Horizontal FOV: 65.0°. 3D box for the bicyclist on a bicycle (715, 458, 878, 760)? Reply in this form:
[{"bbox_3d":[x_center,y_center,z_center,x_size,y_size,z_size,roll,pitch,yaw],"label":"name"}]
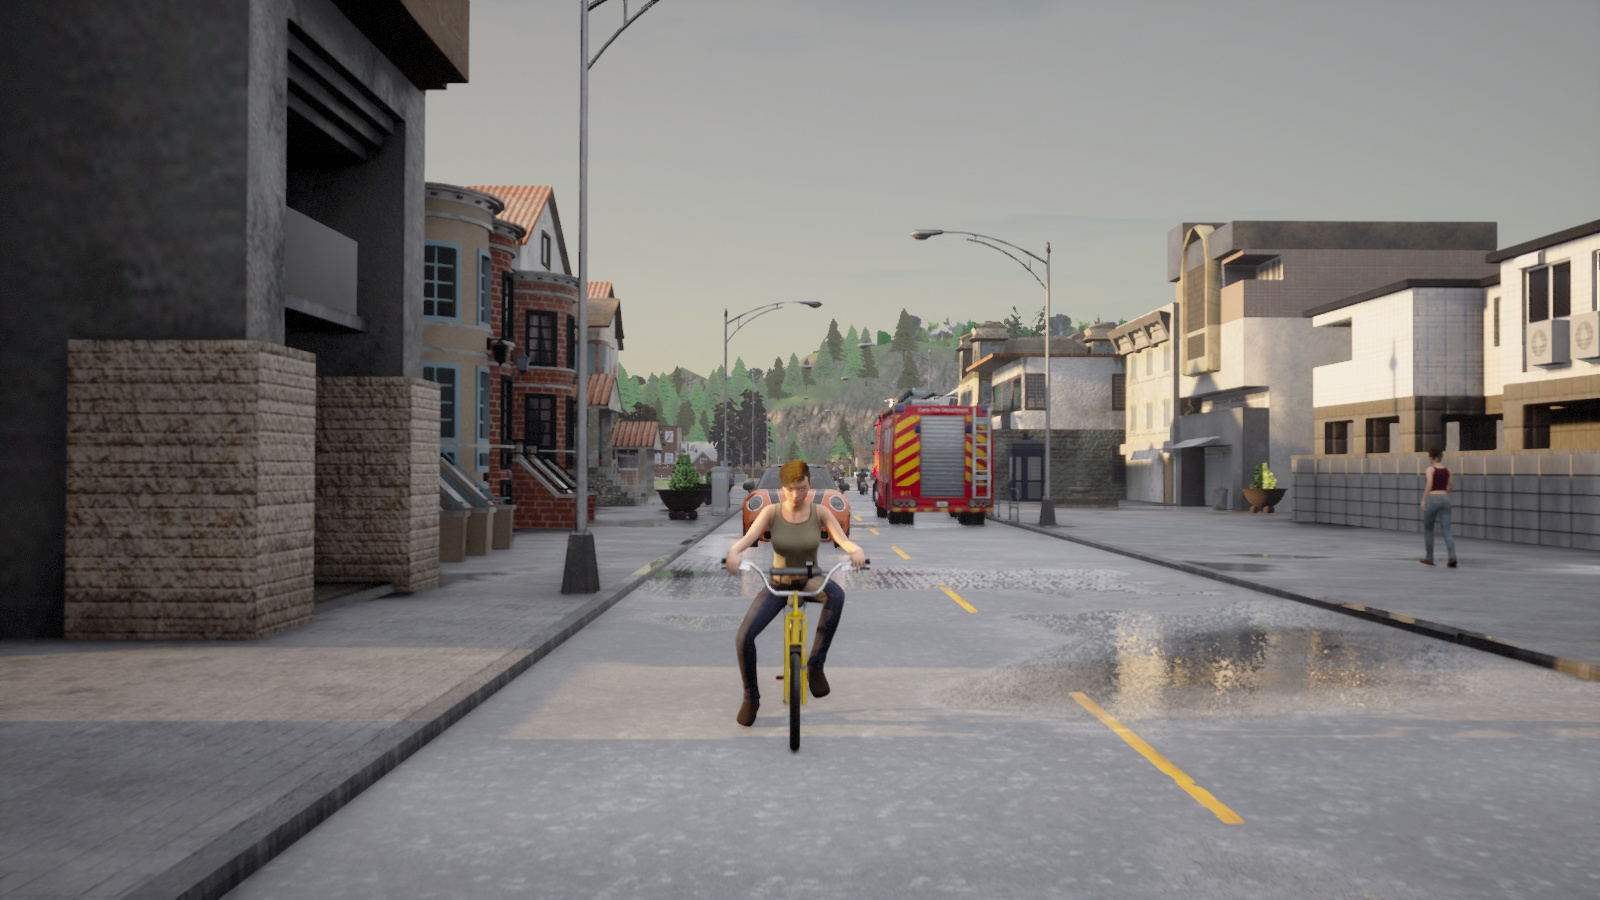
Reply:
[{"bbox_3d":[-0.019,0.862,7.478,0.866,1.612,1.509,0,-1,0],"label":"bicyclist on a bicycle"}]

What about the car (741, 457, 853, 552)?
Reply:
[{"bbox_3d":[-0.066,1.063,25.918,2.097,1.767,4.553,0,-1,0],"label":"car"}]

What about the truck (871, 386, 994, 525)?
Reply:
[{"bbox_3d":[3.897,0.220,38.929,2.891,3.827,8.468,0,-1,0],"label":"truck"}]
